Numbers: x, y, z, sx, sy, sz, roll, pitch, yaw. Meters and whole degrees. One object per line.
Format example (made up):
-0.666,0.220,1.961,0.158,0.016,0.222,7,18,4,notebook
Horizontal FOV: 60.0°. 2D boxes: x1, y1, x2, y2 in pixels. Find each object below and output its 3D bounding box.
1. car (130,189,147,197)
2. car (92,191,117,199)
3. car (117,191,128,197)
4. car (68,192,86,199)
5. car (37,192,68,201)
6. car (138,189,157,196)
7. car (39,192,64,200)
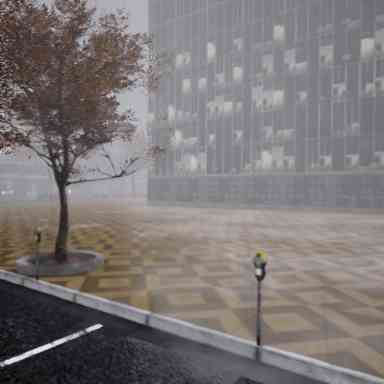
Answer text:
-11.301,0.531,75.069,1.752,1.417,4.829,2,2,35,car
-17.737,0.732,65.771,2.008,1.369,4.403,2,2,35,car
-18.289,0.485,79.699,1.947,1.339,4.313,2,2,35,car
-24.628,0.643,70.540,2.008,1.369,4.403,2,2,35,car
-24.076,0.907,56.613,2.008,1.369,4.403,2,2,35,car
-11.947,0.062,88.851,2.192,1.841,5.009,2,2,35,car
-27.797,0.745,65.961,1.947,1.339,4.313,2,2,35,car
